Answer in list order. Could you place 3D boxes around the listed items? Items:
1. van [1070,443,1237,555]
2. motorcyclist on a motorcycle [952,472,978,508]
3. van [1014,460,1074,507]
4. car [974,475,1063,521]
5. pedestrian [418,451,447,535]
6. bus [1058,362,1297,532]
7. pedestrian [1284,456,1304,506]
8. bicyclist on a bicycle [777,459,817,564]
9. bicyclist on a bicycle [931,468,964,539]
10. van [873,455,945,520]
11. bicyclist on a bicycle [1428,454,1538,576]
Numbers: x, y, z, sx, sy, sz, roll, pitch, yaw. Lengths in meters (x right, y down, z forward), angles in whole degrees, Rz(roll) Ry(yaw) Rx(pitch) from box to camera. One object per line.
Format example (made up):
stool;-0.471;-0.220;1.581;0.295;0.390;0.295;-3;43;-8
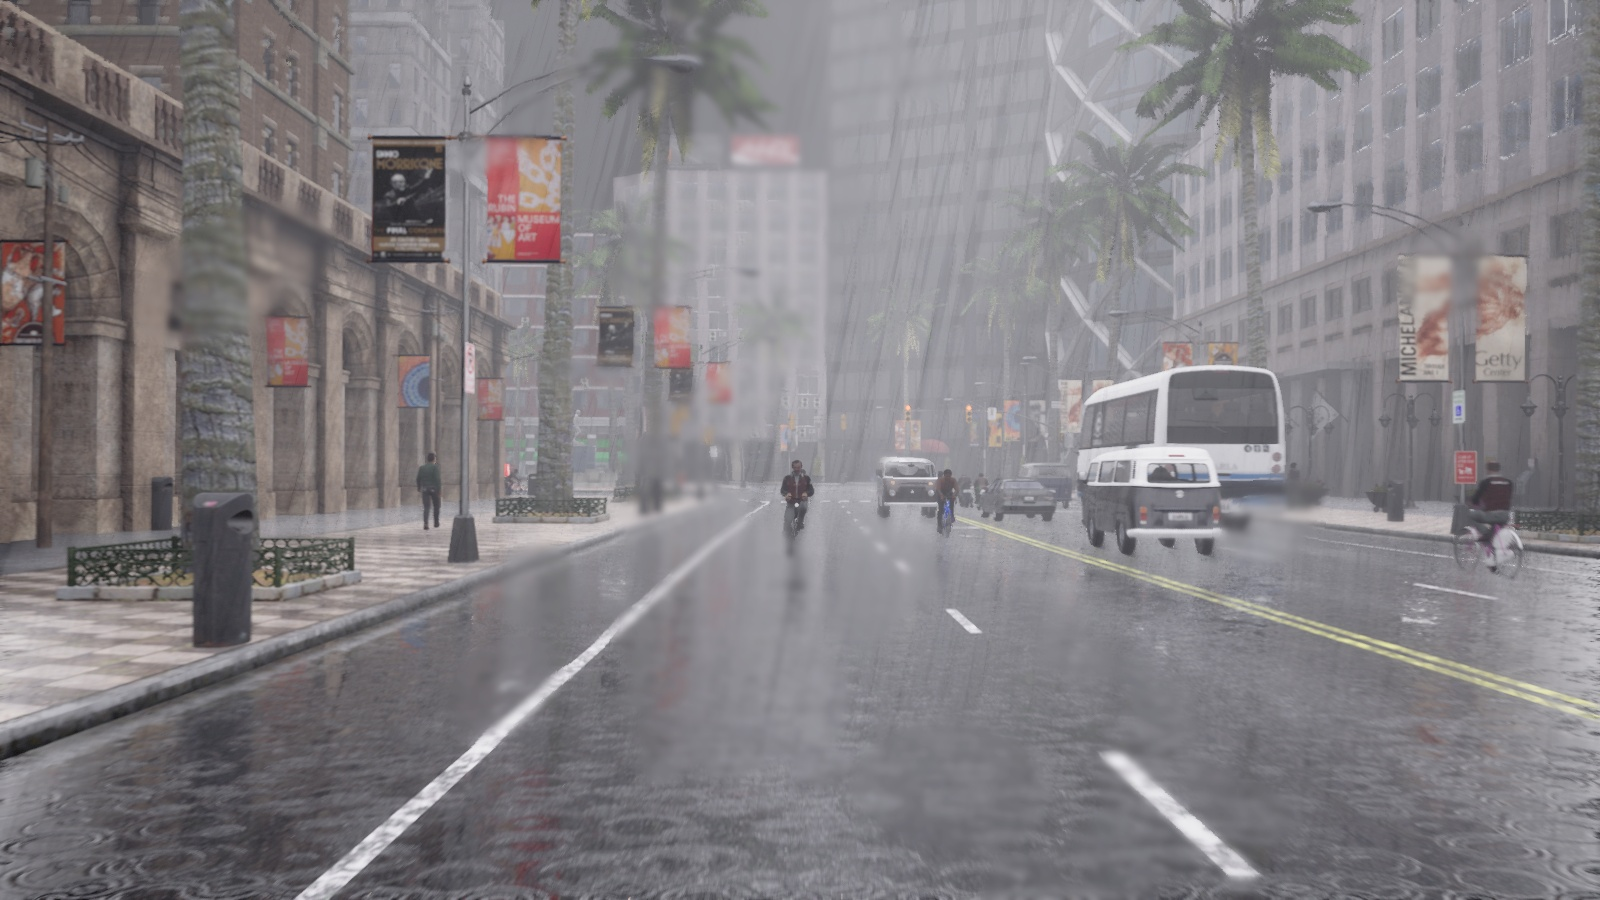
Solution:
van;6.948;0.932;25.223;2.069;2.038;4.480;0;-1;0
motorcyclist on a motorcycle;7.216;1.743;55.095;0.866;1.530;2.191;0;-1;0
van;10.713;1.450;55.377;1.775;1.987;4.442;0;-1;1
car;7.096;1.525;41.297;2.033;1.411;5.357;0;-1;1
pedestrian;-8.600;0.998;29.411;0.423;1.949;0.788;0;-1;2
bus;10.546;0.010;36.714;3.944;4.253;10.273;0;-1;1
pedestrian;19.123;1.209;48.644;0.402;1.930;0.666;0;-1;-11
bicyclist on a bicycle;-0.050;1.057;22.225;0.659;1.776;1.843;0;-1;0
bicyclist on a bicycle;3.475;1.250;29.683;0.582;1.620;1.656;0;-1;0
van;3.602;1.230;42.205;2.069;2.038;4.480;0;-1;0
bicyclist on a bicycle;10.453;0.966;19.284;0.659;1.776;1.843;0;-1;0
